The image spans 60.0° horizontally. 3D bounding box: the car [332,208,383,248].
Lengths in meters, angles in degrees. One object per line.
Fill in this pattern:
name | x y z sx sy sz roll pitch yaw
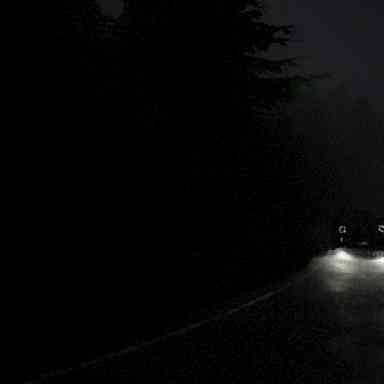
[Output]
car | 8.058 1.666 16.303 2.097 1.767 4.553 -3 -3 19
